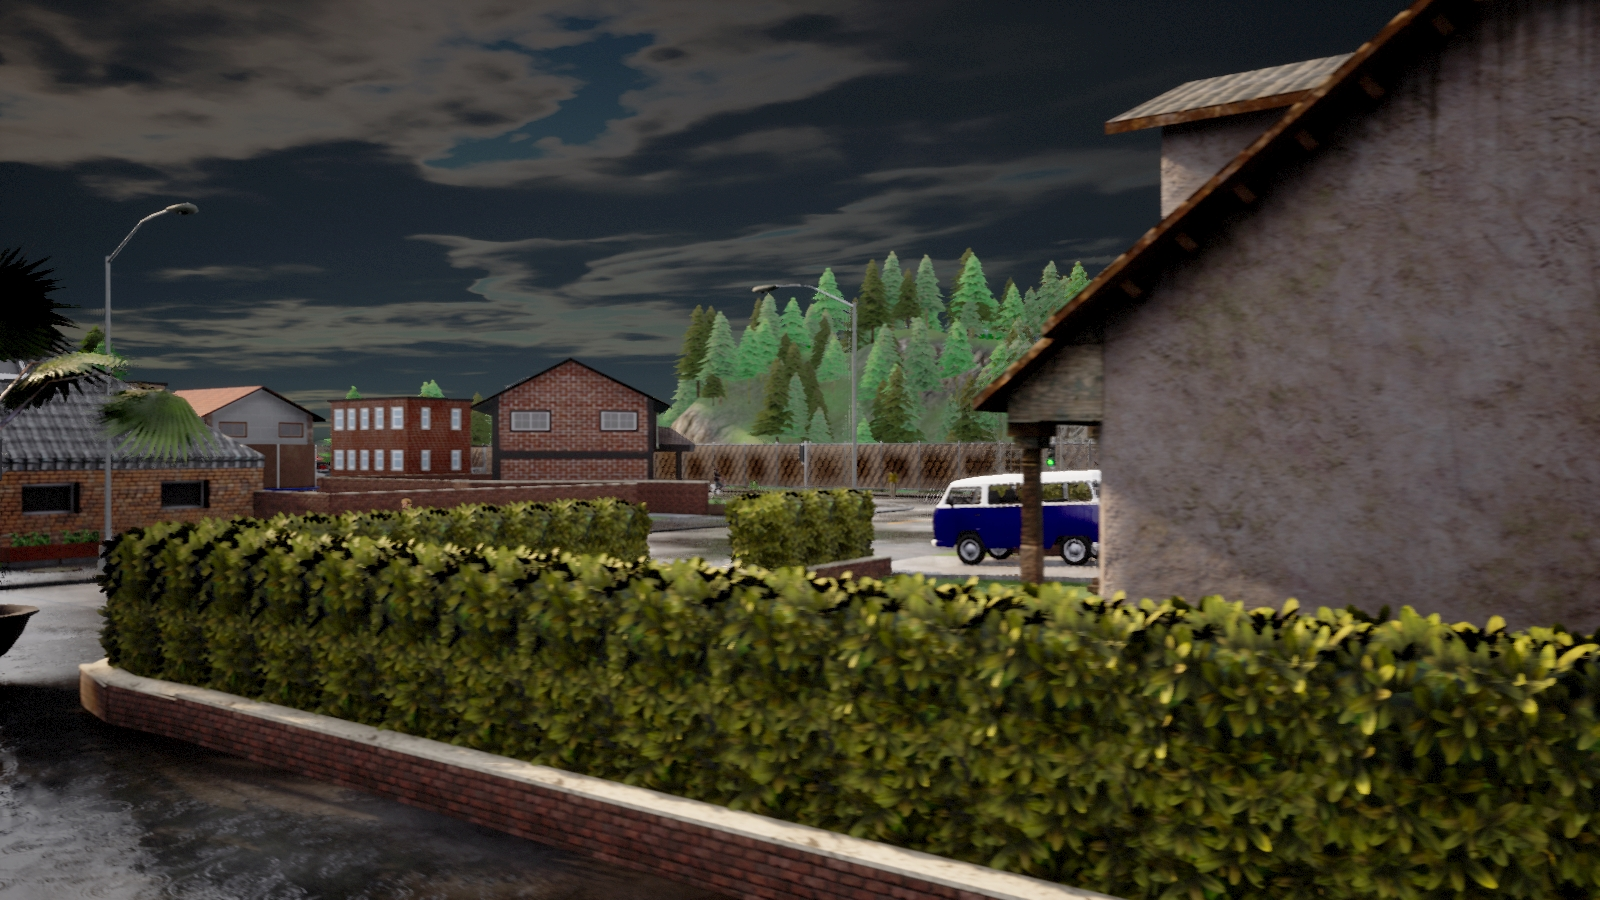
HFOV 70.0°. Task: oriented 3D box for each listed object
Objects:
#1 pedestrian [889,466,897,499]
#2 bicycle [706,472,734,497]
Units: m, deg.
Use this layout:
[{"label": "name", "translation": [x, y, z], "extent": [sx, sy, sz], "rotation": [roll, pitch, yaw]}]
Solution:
[{"label": "pedestrian", "translation": [5.343, 1.849, 65.617], "extent": [0.375, 1.860, 0.375], "rotation": [0, 0, 15]}, {"label": "bicycle", "translation": [-4.791, 2.060, 68.235], "extent": [1.835, 1.471, 0.329], "rotation": [0, 0, 35]}]
